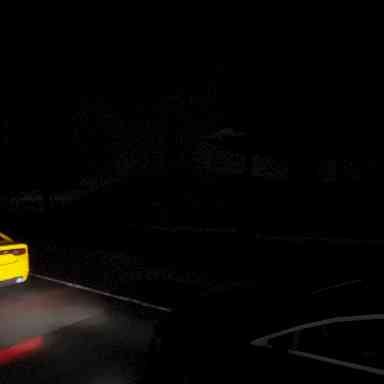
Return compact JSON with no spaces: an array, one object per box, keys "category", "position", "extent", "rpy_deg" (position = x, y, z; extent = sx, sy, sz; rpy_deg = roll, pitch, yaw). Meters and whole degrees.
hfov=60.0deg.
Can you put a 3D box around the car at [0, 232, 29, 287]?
[{"category":"car","position":[-6.010,1.469,8.125],"extent":[5.008,1.535,1.882],"rpy_deg":[0,0,35]}]

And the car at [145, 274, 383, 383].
[{"category":"car","position":[1.767,1.492,2.747],"extent":[4.902,1.511,2.128],"rpy_deg":[0,0,35]}]
